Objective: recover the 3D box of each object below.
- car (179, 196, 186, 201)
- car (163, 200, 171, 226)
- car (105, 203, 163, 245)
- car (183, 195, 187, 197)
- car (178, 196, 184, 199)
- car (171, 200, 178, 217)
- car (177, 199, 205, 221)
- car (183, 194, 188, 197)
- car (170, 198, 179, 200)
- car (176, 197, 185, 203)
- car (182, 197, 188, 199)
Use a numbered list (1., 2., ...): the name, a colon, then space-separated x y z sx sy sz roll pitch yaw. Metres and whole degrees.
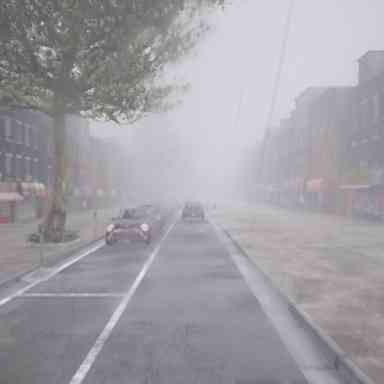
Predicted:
1. car: -2.641 1.856 92.836 1.947 1.339 4.313 0 0 0
2. car: -2.648 1.491 20.889 1.967 1.590 4.097 -1 0 0
3. car: -2.647 1.468 15.357 1.967 1.590 4.097 -1 0 0
4. car: -2.644 1.824 70.695 1.887 1.381 4.507 -1 0 0
5. car: -2.648 1.656 48.555 1.967 1.590 4.097 -1 0 0
6. car: -2.648 1.699 31.951 1.802 1.307 4.206 -1 0 0
7. car: 0.099 1.583 27.996 2.128 1.511 4.902 0 0 0
8. car: -2.643 1.839 87.298 1.887 1.381 4.507 0 0 0
9. car: -2.648 1.704 37.485 2.008 1.369 4.403 -1 0 0
10. car: -2.643 1.867 76.231 1.802 1.307 4.206 0 0 0
11. car: 0.099 1.669 41.128 2.128 1.511 4.902 0 0 0
